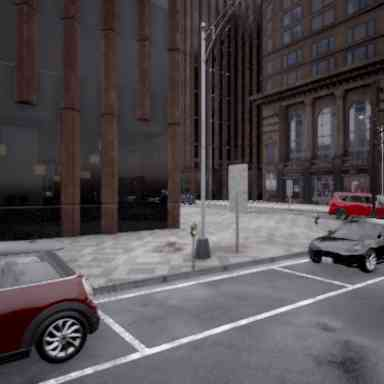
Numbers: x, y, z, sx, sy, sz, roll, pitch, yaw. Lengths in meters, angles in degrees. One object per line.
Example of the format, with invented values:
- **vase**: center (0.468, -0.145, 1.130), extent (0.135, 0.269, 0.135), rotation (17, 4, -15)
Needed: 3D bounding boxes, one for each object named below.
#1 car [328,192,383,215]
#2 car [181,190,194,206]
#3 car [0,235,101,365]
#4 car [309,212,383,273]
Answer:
- **car**: center (12.029, 1.131, 22.352), extent (2.150, 2.045, 5.566), rotation (0, 3, -36)
- **car**: center (-1.971, 0.682, 41.751), extent (2.150, 2.045, 5.566), rotation (0, 1, -36)
- **car**: center (-3.405, 1.441, 4.219), extent (4.097, 1.590, 1.967), rotation (0, 0, -36)
- **car**: center (5.587, 1.548, 10.637), extent (4.313, 1.339, 1.947), rotation (0, 0, -36)
